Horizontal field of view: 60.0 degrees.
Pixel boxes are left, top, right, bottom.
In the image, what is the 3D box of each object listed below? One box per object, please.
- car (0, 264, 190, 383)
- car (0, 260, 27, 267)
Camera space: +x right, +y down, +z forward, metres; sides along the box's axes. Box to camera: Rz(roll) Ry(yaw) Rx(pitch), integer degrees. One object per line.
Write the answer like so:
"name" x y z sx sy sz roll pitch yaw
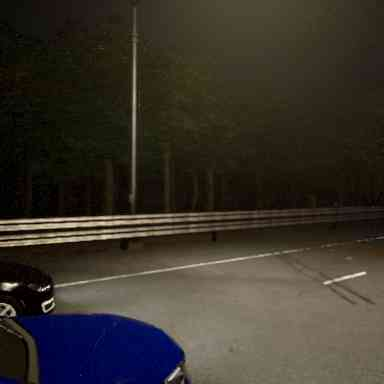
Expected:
"car" -2.155 1.521 2.210 4.674 1.442 1.812 1 0 -35
"car" -4.599 1.496 4.764 4.892 1.490 1.837 1 0 -35
